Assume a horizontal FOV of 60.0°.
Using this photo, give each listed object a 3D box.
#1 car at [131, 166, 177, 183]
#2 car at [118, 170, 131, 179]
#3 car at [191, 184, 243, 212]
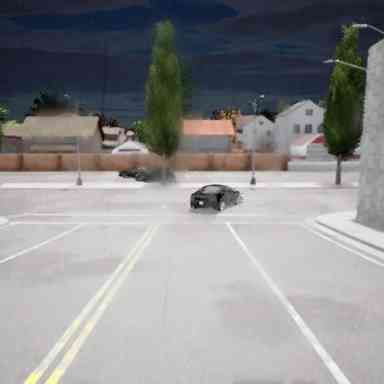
[{"bbox_3d":[-3.956,-2.006,36.380,4.553,1.767,2.097,0,9,-1],"label":"car"},{"bbox_3d":[-6.446,-2.282,39.828,4.718,1.301,1.895,0,9,-1],"label":"car"},{"bbox_3d":[1.703,0.235,21.827,1.882,1.535,5.008,3,7,28],"label":"car"}]
